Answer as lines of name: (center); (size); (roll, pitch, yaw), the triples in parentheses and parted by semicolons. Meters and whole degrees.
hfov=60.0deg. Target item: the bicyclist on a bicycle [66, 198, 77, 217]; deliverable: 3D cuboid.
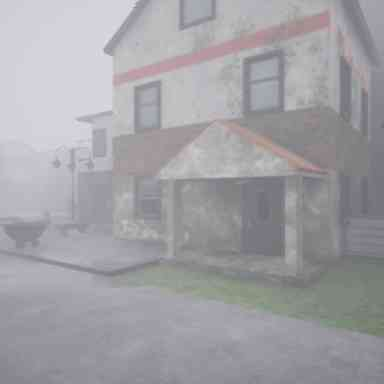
bicyclist on a bicycle: (-10.712, 1.368, 29.489); (1.656, 1.620, 0.582); (0, 0, 35)
